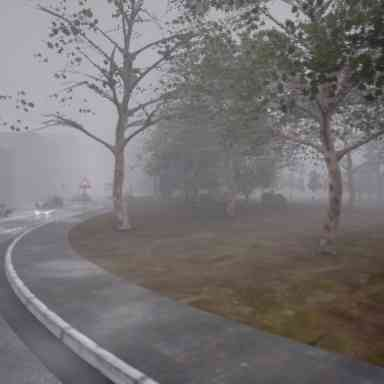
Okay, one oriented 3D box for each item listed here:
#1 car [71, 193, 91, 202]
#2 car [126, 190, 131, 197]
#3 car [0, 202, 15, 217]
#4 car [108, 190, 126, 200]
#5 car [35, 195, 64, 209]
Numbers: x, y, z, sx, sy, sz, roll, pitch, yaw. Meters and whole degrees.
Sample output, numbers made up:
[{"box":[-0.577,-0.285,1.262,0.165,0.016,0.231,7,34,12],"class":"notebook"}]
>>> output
[{"box":[-16.589,0.902,49.879,1.994,1.385,4.181,0,1,-2],"class":"car"},{"box":[-14.009,0.249,69.620,1.882,1.535,5.008,0,1,-2],"class":"car"},{"box":[-15.658,1.431,25.541,1.895,1.301,4.718,0,1,-2],"class":"car"},{"box":[-13.625,0.693,59.210,2.033,1.411,5.357,0,1,-2],"class":"car"},{"box":[-16.143,1.077,37.826,2.128,1.511,4.902,0,1,-2],"class":"car"}]
